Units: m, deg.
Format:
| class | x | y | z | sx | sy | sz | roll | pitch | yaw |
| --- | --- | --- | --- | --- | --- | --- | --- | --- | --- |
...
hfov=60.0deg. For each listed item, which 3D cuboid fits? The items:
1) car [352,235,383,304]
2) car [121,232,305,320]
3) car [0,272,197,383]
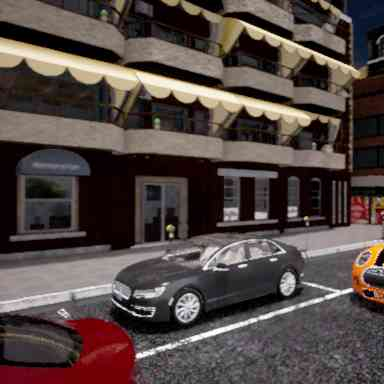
| class | x | y | z | sx | sy | sz | roll | pitch | yaw |
| --- | --- | --- | --- | --- | --- | --- | --- | --- | --- |
| car | 5.541 | 1.392 | 7.323 | 4.553 | 1.767 | 2.097 | 0 | 0 | -35 |
| car | 0.544 | 1.571 | 6.950 | 4.403 | 1.369 | 2.008 | 0 | 0 | -36 |
| car | -2.420 | 1.521 | 1.648 | 4.674 | 1.442 | 1.812 | 0 | 0 | -35 |
